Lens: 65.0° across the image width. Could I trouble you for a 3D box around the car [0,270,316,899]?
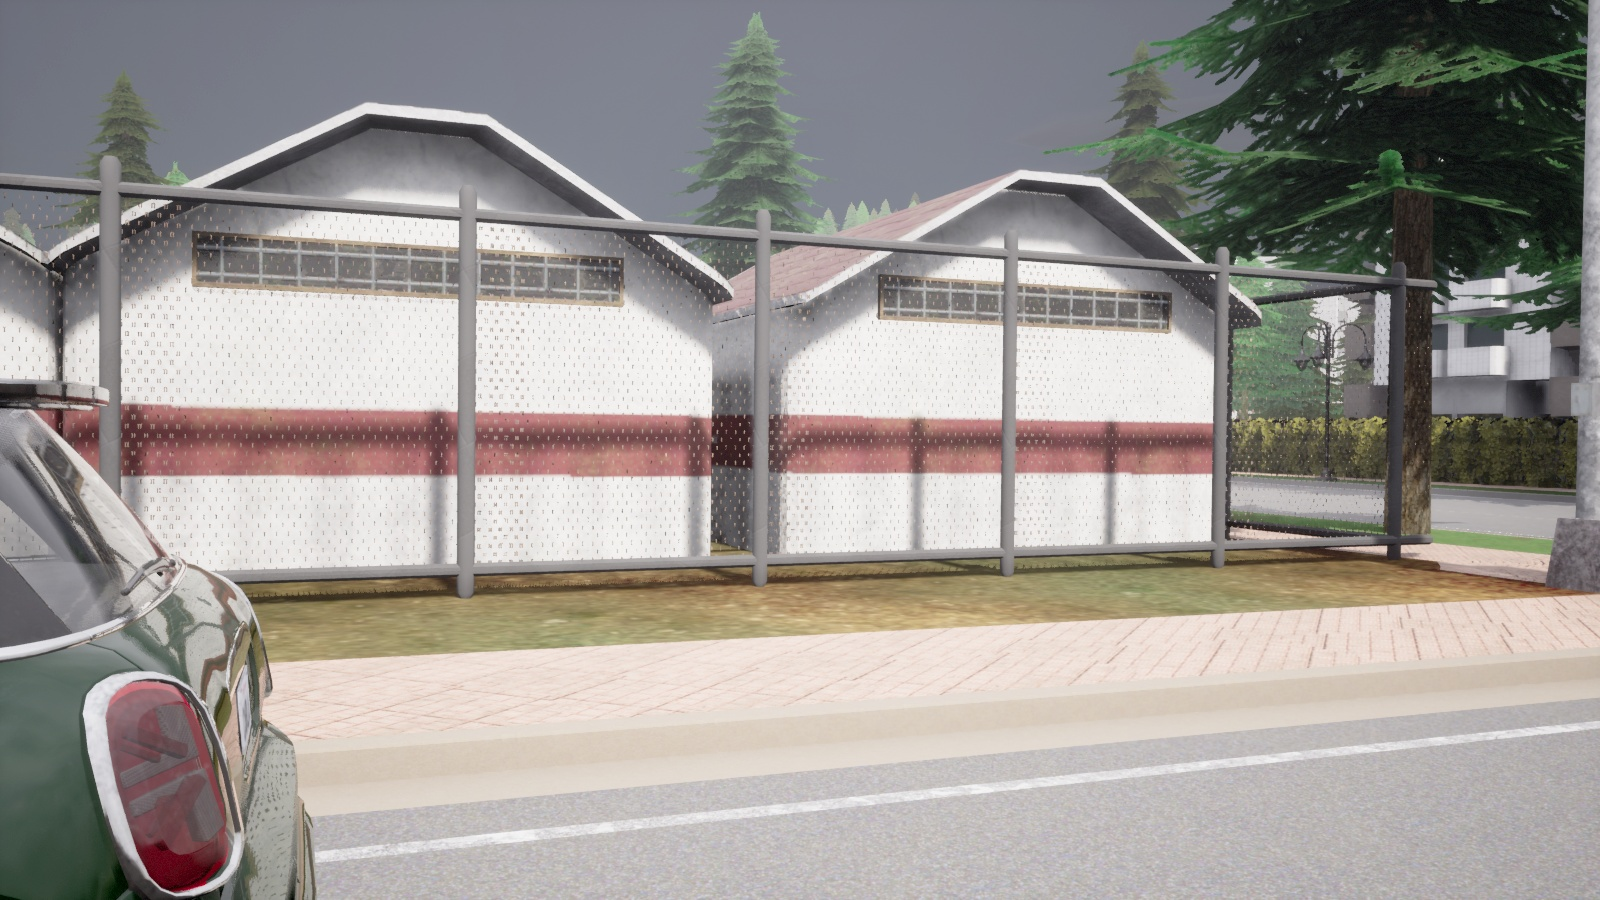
[{"bbox_3d":[-3.231,0.659,2.011,4.553,1.767,2.097,-1,1,-21],"label":"car"}]
